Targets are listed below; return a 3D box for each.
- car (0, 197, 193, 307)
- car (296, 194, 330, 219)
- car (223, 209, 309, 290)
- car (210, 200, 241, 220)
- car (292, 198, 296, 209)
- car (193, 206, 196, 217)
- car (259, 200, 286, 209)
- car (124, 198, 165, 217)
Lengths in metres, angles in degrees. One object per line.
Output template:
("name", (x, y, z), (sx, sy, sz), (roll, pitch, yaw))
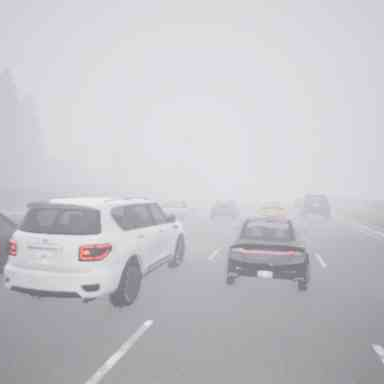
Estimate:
("car", (-1.787, 1.130, 8.073), (2.150, 2.045, 5.566), (1, 0, 14))
("car", (10.527, 1.182, 28.799), (2.150, 2.045, 5.566), (1, 1, 14))
("car", (2.079, 1.456, 9.139), (2.128, 1.511, 4.902), (1, 0, 14))
("car", (2.653, 1.338, 25.975), (2.128, 1.511, 4.902), (1, 0, 14))
("car", (13.908, 1.417, 42.474), (1.837, 1.490, 4.892), (1, 1, 14))
("car", (-1.039, 1.388, 25.630), (1.895, 1.301, 4.718), (1, 0, 14))
("car", (6.466, 1.382, 26.801), (1.882, 1.535, 5.008), (1, 0, 14))
("car", (-3.963, 1.282, 28.377), (1.994, 1.385, 4.181), (1, 0, 14))
